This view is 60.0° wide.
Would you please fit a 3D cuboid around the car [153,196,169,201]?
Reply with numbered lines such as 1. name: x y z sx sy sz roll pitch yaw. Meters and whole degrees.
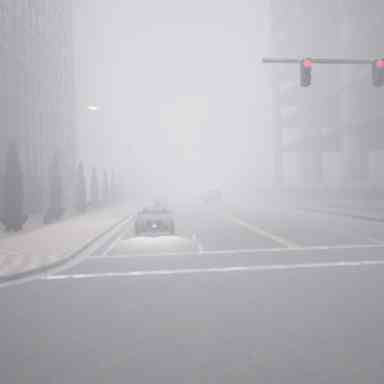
1. car: -3.877 1.198 42.250 2.033 1.411 5.357 -2 1 -4

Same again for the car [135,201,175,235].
1. car: -1.984 1.441 18.103 1.994 1.385 4.181 -2 1 -5

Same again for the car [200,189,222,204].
1. car: 2.873 0.644 47.039 2.150 2.045 5.566 -2 1 -4

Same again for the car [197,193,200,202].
1. car: 2.009 0.678 57.424 2.097 1.767 4.553 -2 1 -5
